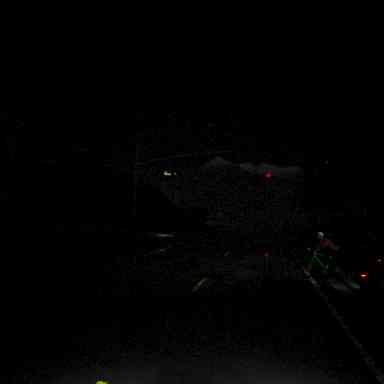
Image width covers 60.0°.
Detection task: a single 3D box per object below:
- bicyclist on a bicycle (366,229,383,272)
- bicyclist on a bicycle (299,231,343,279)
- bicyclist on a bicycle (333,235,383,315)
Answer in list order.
[{"bbox_3d":[6.722,2.193,12.228,1.656,1.620,0.582,1,-3,14],"label":"bicyclist on a bicycle"},{"bbox_3d":[4.629,2.228,11.696,1.656,1.620,0.582,2,-3,10],"label":"bicyclist on a bicycle"},{"bbox_3d":[4.065,1.951,7.851,0.582,1.620,1.656,-21,-14,27],"label":"bicyclist on a bicycle"}]
